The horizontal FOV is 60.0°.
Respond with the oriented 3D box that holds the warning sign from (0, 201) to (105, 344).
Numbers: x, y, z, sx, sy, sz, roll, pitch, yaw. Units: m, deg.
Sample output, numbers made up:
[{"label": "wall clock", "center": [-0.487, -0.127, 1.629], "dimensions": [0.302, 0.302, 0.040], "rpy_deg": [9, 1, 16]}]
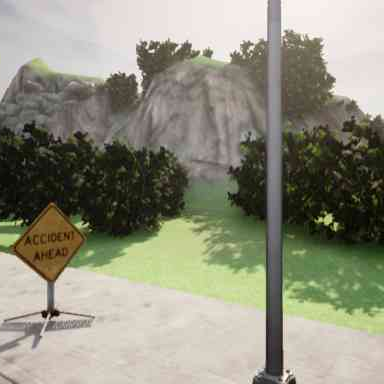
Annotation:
[{"label": "warning sign", "center": [-2.246, 1.101, 5.288], "dimensions": [1.060, 1.860, 1.300], "rpy_deg": [0, 0, 36]}]
